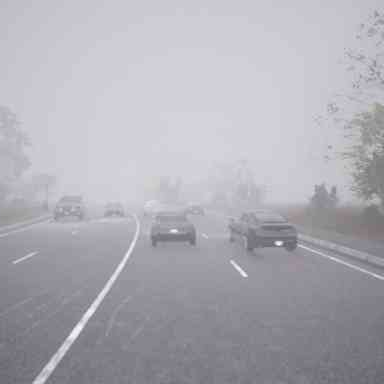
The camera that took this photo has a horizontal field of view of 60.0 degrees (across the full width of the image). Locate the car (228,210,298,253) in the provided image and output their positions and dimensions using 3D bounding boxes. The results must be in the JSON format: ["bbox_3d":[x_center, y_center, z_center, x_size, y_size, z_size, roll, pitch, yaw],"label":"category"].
[{"bbox_3d":[2.766,1.520,13.890,1.837,1.490,4.892,0,0,-6],"label":"car"}]

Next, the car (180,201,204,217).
[{"bbox_3d":[-0.081,1.576,31.940,1.812,1.442,4.674,0,0,-12],"label":"car"}]

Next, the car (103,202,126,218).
[{"bbox_3d":[-7.188,1.606,30.903,2.033,1.411,5.357,0,0,-13],"label":"car"}]

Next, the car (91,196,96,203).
[{"bbox_3d":[-21.160,1.627,68.683,1.812,1.442,4.674,0,0,-27],"label":"car"}]

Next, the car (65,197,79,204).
[{"bbox_3d":[-24.025,1.645,66.618,2.033,1.411,5.357,0,0,-27],"label":"car"}]

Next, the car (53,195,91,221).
[{"bbox_3d":[-10.211,1.280,28.297,2.150,2.045,5.566,0,0,-12],"label":"car"}]

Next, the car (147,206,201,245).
[{"bbox_3d":[-0.952,1.590,15.795,1.994,1.385,4.181,0,0,-6],"label":"car"}]

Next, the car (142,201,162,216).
[{"bbox_3d":[-3.925,1.583,33.087,1.812,1.442,4.674,0,0,-13],"label":"car"}]
